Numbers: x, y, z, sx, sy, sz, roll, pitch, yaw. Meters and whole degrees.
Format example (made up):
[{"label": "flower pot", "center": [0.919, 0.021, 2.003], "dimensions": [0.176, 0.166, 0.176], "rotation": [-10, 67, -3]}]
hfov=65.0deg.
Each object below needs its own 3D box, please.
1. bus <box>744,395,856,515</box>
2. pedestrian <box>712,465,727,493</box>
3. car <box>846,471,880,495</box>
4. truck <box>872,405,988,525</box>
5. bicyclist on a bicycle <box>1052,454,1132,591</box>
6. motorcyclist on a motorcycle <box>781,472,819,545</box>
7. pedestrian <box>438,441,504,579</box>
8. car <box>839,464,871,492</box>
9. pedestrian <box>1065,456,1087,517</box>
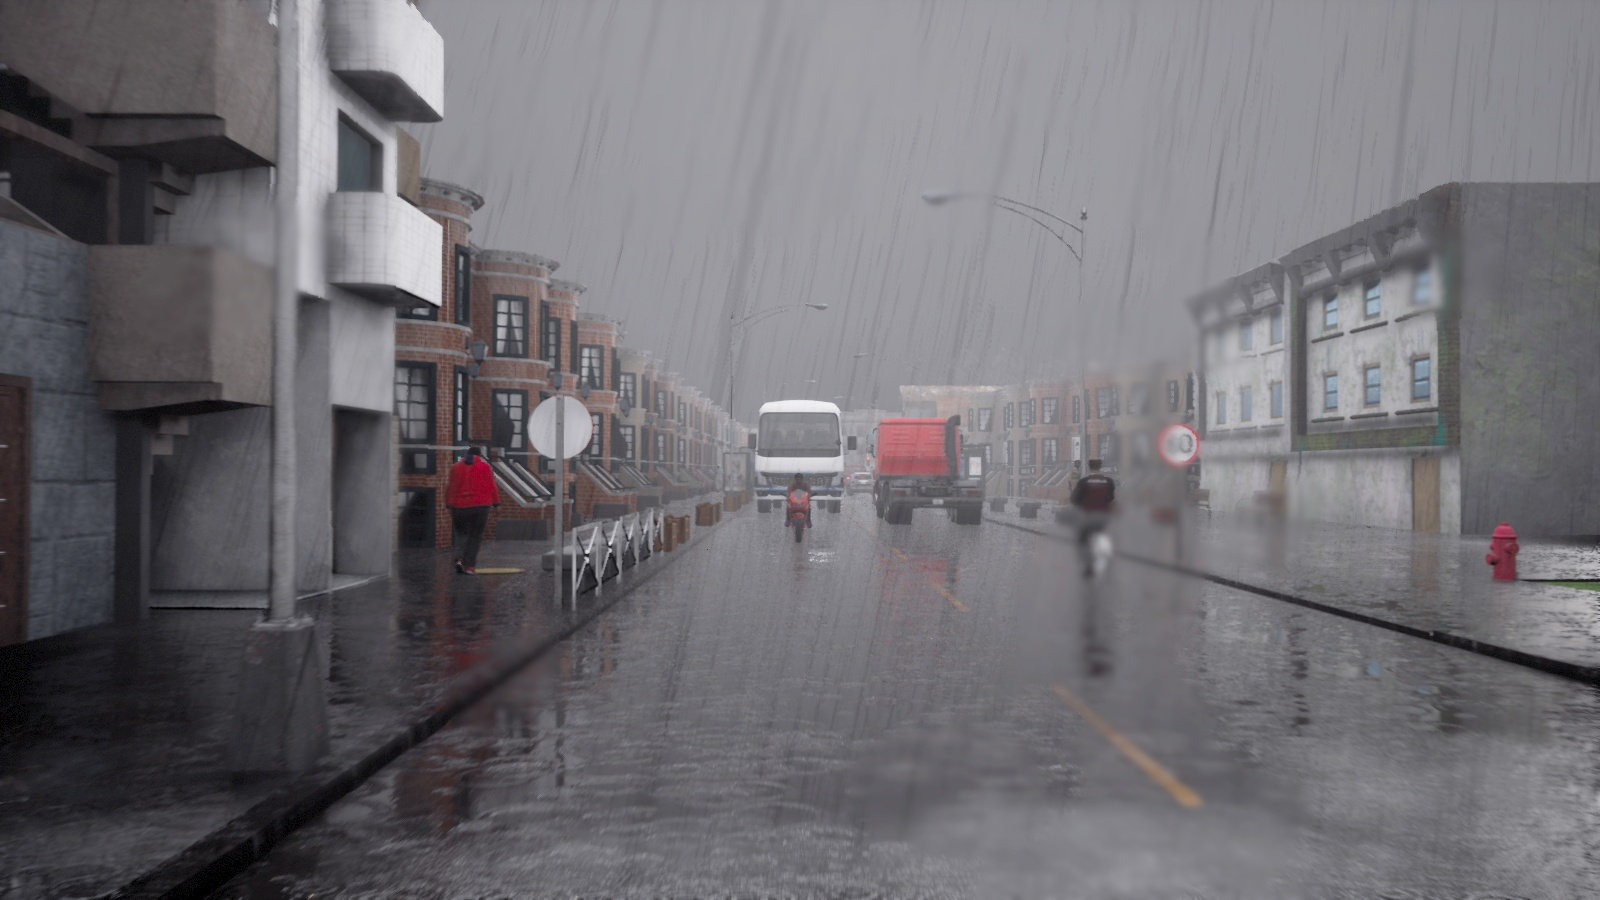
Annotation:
[{"label": "bus", "center": [0.000, 0.269, 49.604], "dimensions": [3.944, 4.253, 10.273], "rotation": [0, -1, 0]}, {"label": "pedestrian", "center": [-5.387, 1.953, 84.143], "dimensions": [0.874, 1.855, 0.900], "rotation": [0, -1, 2]}, {"label": "car", "center": [4.050, 2.122, 81.061], "dimensions": [1.970, 1.475, 3.806], "rotation": [0, -1, 0]}, {"label": "truck", "center": [3.989, 0.492, 40.297], "dimensions": [2.891, 3.462, 7.936], "rotation": [0, -1, 0]}, {"label": "bicyclist on a bicycle", "center": [3.994, 0.959, 17.288], "dimensions": [0.659, 1.776, 1.843], "rotation": [0, -1, 0]}, {"label": "motorcyclist on a motorcycle", "center": [-0.009, 1.259, 27.636], "dimensions": [0.797, 1.523, 2.044], "rotation": [0, -1, 0]}, {"label": "pedestrian", "center": [-4.524, 0.814, 17.312], "dimensions": [0.634, 1.844, 0.899], "rotation": [0, -1, 3]}, {"label": "car", "center": [4.067, 2.093, 94.097], "dimensions": [2.150, 2.045, 5.566], "rotation": [0, -1, 0]}, {"label": "pedestrian", "center": [8.893, 1.168, 40.468], "dimensions": [0.396, 1.930, 0.692], "rotation": [0, -1, -18]}]
